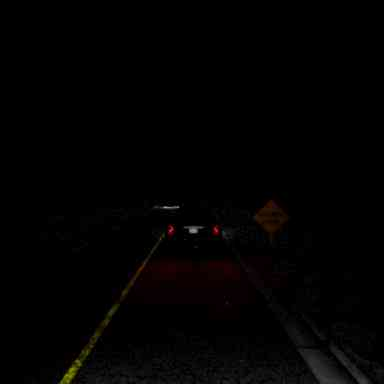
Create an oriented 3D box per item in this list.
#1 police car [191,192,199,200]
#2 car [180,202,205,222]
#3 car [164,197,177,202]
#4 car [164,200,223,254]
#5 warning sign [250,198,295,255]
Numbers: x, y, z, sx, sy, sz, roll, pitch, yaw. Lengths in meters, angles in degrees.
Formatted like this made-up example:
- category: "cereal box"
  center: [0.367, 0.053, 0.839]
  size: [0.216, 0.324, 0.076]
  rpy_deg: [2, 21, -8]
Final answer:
- category: "police car"
  center: [0.885, 1.258, 86.459]
  size: [1.930, 1.638, 5.238]
  rpy_deg: [0, 0, 0]
- category: "car"
  center: [0.055, 1.599, 27.670]
  size: [1.895, 1.301, 4.718]
  rpy_deg: [0, 0, 0]
- category: "car"
  center: [-3.092, 1.474, 50.709]
  size: [2.033, 1.411, 5.357]
  rpy_deg: [0, 0, 0]
- category: "car"
  center: [0.064, 1.364, 13.618]
  size: [2.097, 1.767, 4.553]
  rpy_deg: [0, 0, 0]
- category: "warning sign"
  center: [2.713, 1.127, 11.355]
  size: [1.300, 1.860, 1.060]
  rpy_deg: [0, 0, 0]
